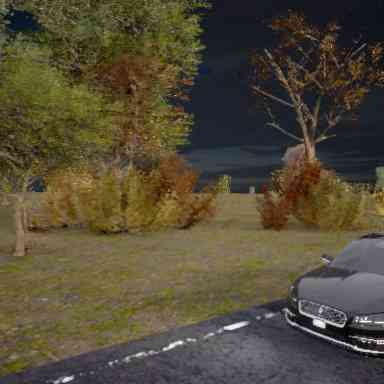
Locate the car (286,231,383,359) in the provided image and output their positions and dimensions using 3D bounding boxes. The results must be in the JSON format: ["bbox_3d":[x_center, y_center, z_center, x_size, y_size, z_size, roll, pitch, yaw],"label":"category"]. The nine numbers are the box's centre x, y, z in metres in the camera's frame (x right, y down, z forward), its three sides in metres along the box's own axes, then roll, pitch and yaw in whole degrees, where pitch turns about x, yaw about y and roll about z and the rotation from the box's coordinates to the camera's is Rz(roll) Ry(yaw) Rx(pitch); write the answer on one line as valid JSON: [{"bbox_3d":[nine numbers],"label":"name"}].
[{"bbox_3d":[3.769,1.538,6.048,4.892,1.490,1.837,-2,1,-35],"label":"car"}]
